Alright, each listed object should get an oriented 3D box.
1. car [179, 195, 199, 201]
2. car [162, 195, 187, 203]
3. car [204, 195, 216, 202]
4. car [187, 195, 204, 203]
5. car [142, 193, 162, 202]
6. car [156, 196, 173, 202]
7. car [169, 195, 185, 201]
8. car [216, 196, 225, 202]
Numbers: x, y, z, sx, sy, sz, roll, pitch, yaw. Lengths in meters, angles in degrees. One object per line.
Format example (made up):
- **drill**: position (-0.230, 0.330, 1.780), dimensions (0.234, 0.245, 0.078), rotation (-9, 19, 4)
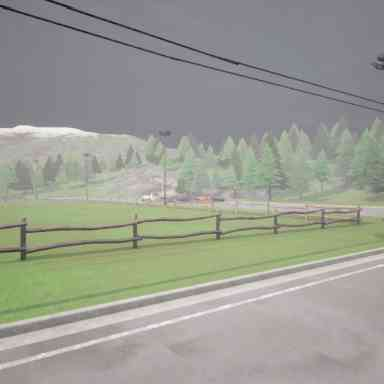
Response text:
- **car**: position (-0.766, 1.483, 81.379), dimensions (2.033, 1.411, 5.357), rotation (0, 0, -35)
- **car**: position (-3.552, 1.564, 67.109), dimensions (1.994, 1.385, 4.181), rotation (0, 0, -35)
- **car**: position (2.305, 1.355, 70.949), dimensions (2.097, 1.767, 4.553), rotation (0, 0, -35)
- **car**: position (-0.457, 1.547, 68.793), dimensions (2.033, 1.411, 5.357), rotation (0, 0, -35)
- **car**: position (-9.366, 1.174, 75.354), dimensions (2.150, 2.045, 5.566), rotation (0, 0, -35)
- **car**: position (-6.505, 1.541, 77.370), dimensions (1.895, 1.301, 4.718), rotation (0, 0, -35)
- **car**: position (-3.627, 1.495, 79.362), dimensions (1.994, 1.385, 4.181), rotation (0, 0, -35)
- **car**: position (5.086, 1.595, 73.078), dimensions (1.895, 1.301, 4.718), rotation (0, 0, -35)
